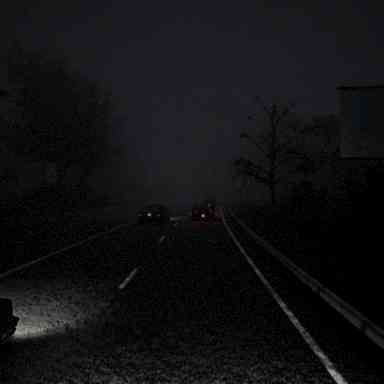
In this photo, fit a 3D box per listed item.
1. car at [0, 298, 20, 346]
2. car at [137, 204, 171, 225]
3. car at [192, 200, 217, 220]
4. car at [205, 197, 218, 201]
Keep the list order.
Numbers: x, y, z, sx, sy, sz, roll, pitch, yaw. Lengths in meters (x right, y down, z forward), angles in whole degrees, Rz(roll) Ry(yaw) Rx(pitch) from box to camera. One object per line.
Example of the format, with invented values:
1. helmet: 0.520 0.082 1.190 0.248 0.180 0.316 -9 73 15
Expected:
1. car: -3.385 1.548 2.239 2.033 1.411 5.357 0 0 0
2. car: -2.704 1.573 24.582 2.033 1.411 5.357 0 0 3
3. car: 1.048 1.634 28.927 1.895 1.301 4.718 0 0 3
4. car: 2.570 1.558 47.765 1.837 1.490 4.892 0 -1 6
